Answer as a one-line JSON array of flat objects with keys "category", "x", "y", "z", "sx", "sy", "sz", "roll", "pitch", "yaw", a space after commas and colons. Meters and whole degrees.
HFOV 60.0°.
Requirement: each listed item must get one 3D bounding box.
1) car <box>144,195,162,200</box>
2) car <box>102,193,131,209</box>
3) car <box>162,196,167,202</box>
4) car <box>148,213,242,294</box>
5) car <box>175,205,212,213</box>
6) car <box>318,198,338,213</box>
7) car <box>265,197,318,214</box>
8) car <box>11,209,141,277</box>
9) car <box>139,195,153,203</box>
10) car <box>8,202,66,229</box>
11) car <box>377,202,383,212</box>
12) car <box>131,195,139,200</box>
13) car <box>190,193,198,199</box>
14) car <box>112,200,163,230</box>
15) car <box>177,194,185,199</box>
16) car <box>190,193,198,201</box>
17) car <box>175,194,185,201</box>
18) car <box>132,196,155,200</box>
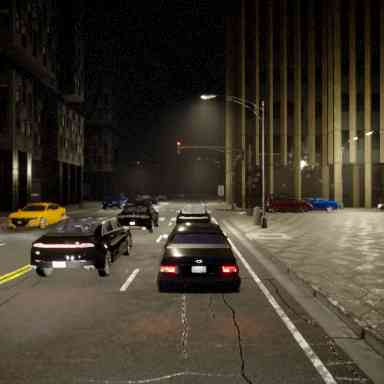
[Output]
[{"category": "car", "x": -6.334, "y": 1.492, "z": 52.071, "sx": 1.895, "sy": 1.301, "sz": 4.718, "roll": 0, "pitch": 0, "yaw": 0}, {"category": "car", "x": -9.640, "y": 1.148, "z": 41.806, "sx": 2.150, "sy": 2.045, "sz": 5.566, "roll": 0, "pitch": 0, "yaw": 0}, {"category": "car", "x": -6.167, "y": 1.428, "z": 68.153, "sx": 1.895, "sy": 1.301, "sz": 4.718, "roll": 0, "pitch": 0, "yaw": 1}, {"category": "car", "x": 0.143, "y": 1.543, "z": 8.951, "sx": 2.033, "sy": 1.411, "sz": 5.357, "roll": 0, "pitch": 0, "yaw": 0}, {"category": "car", "x": 0.092, "y": 1.473, "z": 18.695, "sx": 2.128, "sy": 1.511, "sz": 4.902, "roll": 0, "pitch": 0, "yaw": 0}, {"category": "car", "x": 12.710, "y": 1.365, "z": 35.047, "sx": 5.008, "sy": 1.535, "sz": 1.882, "roll": 0, "pitch": 0, "yaw": 1}, {"category": "car", "x": 9.196, "y": 1.233, "z": 31.936, "sx": 4.553, "sy": 1.767, "sz": 2.097, "roll": 0, "pitch": 0, "yaw": 2}, {"category": "car", "x": -3.101, "y": 1.486, "z": 10.225, "sx": 2.128, "sy": 1.511, "sz": 4.902, "roll": 0, "pitch": 0, "yaw": 0}, {"category": "car", "x": -9.407, "y": 1.372, "z": 68.652, "sx": 2.033, "sy": 1.411, "sz": 5.357, "roll": 0, "pitch": 0, "yaw": 0}, {"category": "car", "x": -9.744, "y": 1.455, "z": 21.291, "sx": 1.882, "sy": 1.535, "sz": 5.008, "roll": 0, "pitch": 0, "yaw": 0}, {"category": "car", "x": 22.176, "y": 1.339, "z": 35.018, "sx": 4.902, "sy": 1.511, "sz": 2.128, "roll": 0, "pitch": 0, "yaw": 0}, {"category": "car", "x": -9.563, "y": 1.232, "z": 54.868, "sx": 2.097, "sy": 1.767, "sz": 4.553, "roll": 0, "pitch": 0, "yaw": 0}, {"category": "car", "x": 0.442, "y": 1.107, "z": 87.517, "sx": 2.128, "sy": 1.511, "sz": 4.902, "roll": 0, "pitch": 0, "yaw": 0}, {"category": "car", "x": -3.054, "y": 1.458, "z": 19.601, "sx": 1.882, "sy": 1.535, "sz": 5.008, "roll": 0, "pitch": 0, "yaw": 0}, {"category": "car", "x": -2.808, "y": 1.177, "z": 87.564, "sx": 1.895, "sy": 1.301, "sz": 4.718, "roll": 0, "pitch": 0, "yaw": 0}, {"category": "car", "x": 0.389, "y": 1.283, "z": 77.095, "sx": 1.837, "sy": 1.490, "sz": 4.892, "roll": 0, "pitch": 0, "yaw": 0}, {"category": "car", "x": -2.861, "y": 1.308, "z": 77.112, "sx": 2.128, "sy": 1.511, "sz": 4.902, "roll": 0, "pitch": 0, "yaw": 0}, {"category": "car", "x": -5.996, "y": 1.493, "z": 41.274, "sx": 1.994, "sy": 1.385, "sz": 4.181, "roll": 0, "pitch": 0, "yaw": -5}]
